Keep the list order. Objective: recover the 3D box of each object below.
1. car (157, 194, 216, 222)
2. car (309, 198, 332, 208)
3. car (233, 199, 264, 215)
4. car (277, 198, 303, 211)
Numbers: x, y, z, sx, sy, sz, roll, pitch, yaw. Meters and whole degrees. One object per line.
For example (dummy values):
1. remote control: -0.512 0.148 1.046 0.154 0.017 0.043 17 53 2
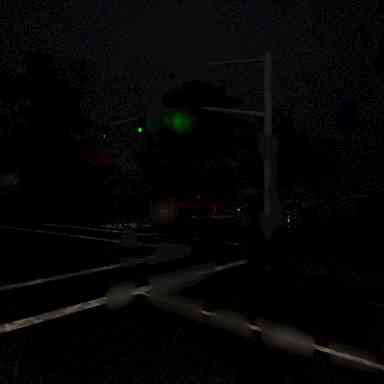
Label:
1. car: -0.332 1.221 27.013 2.150 2.045 5.566 0 0 41
2. car: 18.920 1.601 49.117 1.895 1.301 4.718 0 0 41
3. car: 6.182 1.491 34.495 2.128 1.511 4.902 0 0 41
4. car: 12.284 1.526 41.512 1.812 1.442 4.674 0 0 41
